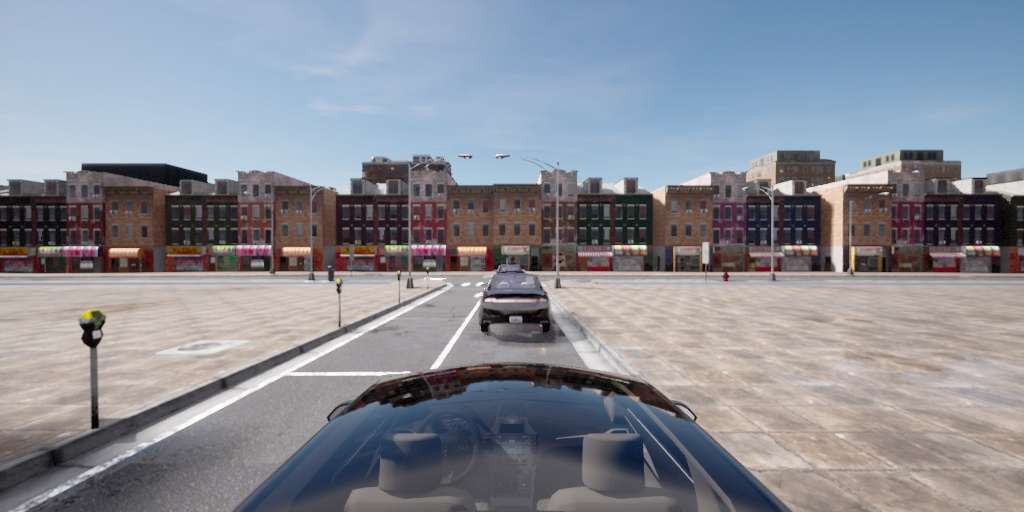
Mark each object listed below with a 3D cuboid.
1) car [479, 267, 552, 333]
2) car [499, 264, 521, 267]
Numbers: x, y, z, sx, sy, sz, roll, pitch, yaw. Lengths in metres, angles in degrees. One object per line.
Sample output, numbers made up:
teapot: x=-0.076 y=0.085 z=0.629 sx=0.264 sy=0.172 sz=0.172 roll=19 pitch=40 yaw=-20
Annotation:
car: x=0.080 y=1.259 z=10.752 sx=2.128 sy=1.511 sz=4.902 roll=0 pitch=0 yaw=0
car: x=-0.168 y=1.283 z=23.193 sx=2.128 sy=1.511 sz=4.902 roll=0 pitch=0 yaw=-3
